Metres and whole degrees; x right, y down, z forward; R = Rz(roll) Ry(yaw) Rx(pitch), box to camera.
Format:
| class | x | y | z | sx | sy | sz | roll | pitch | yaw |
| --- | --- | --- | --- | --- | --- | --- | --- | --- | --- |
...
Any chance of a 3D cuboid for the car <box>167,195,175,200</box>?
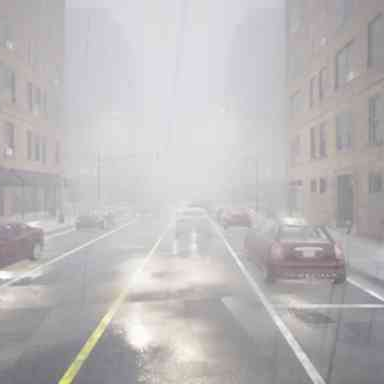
| class | x | y | z | sx | sy | sz | roll | pitch | yaw |
| --- | --- | --- | --- | --- | --- | --- | --- | --- | --- |
| car | -5.590 | 1.493 | 89.163 | 1.752 | 1.417 | 4.829 | 0 | 0 | 0 |

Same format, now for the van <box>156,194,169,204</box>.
| class | x | y | z | sx | sy | sz | roll | pitch | yaw |
| --- | --- | --- | --- | --- | --- | --- | --- | --- | --- |
| van | -5.715 | 1.319 | 60.992 | 1.690 | 1.788 | 3.998 | 0 | 0 | 0 |

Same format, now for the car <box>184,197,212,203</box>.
| class | x | y | z | sx | sy | sz | roll | pitch | yaw |
| --- | --- | --- | --- | --- | --- | --- | --- | --- | --- |
| car | 0.935 | 1.512 | 33.298 | 1.812 | 1.442 | 4.674 | 0 | 0 | 15 |

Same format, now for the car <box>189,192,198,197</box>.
| class | x | y | z | sx | sy | sz | roll | pitch | yaw |
| --- | --- | --- | --- | --- | --- | --- | --- | --- | --- |
| car | 0.277 | 1.512 | 90.944 | 1.994 | 1.385 | 4.181 | 0 | 0 | 0 |

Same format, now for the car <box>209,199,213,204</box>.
| class | x | y | z | sx | sy | sz | roll | pitch | yaw |
| --- | --- | --- | --- | --- | --- | --- | --- | --- | --- |
| car | 2.668 | 1.538 | 26.307 | 2.008 | 1.369 | 4.403 | 0 | 0 | 0 |

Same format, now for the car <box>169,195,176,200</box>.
| class | x | y | z | sx | sy | sz | roll | pitch | yaw |
| --- | --- | --- | --- | --- | --- | --- | --- | --- | --- |
| car | -5.564 | 1.531 | 95.001 | 1.947 | 1.339 | 4.313 | 0 | 0 | 0 |

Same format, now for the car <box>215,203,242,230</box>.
| class | x | y | z | sx | sy | sz | roll | pitch | yaw |
| --- | --- | --- | --- | --- | --- | --- | --- | --- | --- |
| car | 2.668 | 1.572 | 20.713 | 1.802 | 1.307 | 4.206 | 0 | 0 | 0 |

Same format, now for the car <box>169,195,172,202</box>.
| class | x | y | z | sx | sy | sz | roll | pitch | yaw |
| --- | --- | --- | --- | --- | --- | --- | --- | --- | --- |
| car | -5.690 | 1.417 | 66.660 | 1.967 | 1.590 | 4.097 | 0 | 0 | 0 |

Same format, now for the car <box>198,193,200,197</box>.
| class | x | y | z | sx | sy | sz | roll | pitch | yaw |
| --- | --- | --- | --- | --- | --- | --- | --- | --- | --- |
| car | 2.861 | 1.415 | 72.294 | 1.967 | 1.590 | 4.097 | 0 | 0 | 0 |

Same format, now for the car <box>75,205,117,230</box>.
| class | x | y | z | sx | sy | sz | roll | pitch | yaw |
| --- | --- | --- | --- | --- | --- | --- | --- | --- | --- |
| car | -5.858 | 1.540 | 20.707 | 2.008 | 1.369 | 4.403 | 0 | 0 | 0 |

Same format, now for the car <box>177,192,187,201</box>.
| class | x | y | z | sx | sy | sz | roll | pitch | yaw |
| --- | --- | --- | --- | --- | --- | --- | --- | --- | --- |
| car | -2.750 | 1.471 | 84.933 | 1.837 | 1.490 | 4.892 | 0 | 0 | 0 |

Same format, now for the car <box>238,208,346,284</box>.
| class | x | y | z | sx | sy | sz | roll | pitch | yaw |
| --- | --- | --- | --- | --- | --- | --- | --- | --- | --- |
| car | 2.668 | 1.435 | 9.524 | 1.967 | 1.590 | 4.097 | 0 | 0 | 0 |

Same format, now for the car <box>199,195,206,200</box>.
| class | x | y | z | sx | sy | sz | roll | pitch | yaw |
| --- | --- | --- | --- | --- | --- | --- | --- | --- | --- |
| car | 2.962 | 1.516 | 94.972 | 2.008 | 1.369 | 4.403 | 0 | 0 | 0 |

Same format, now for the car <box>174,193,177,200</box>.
| class | x | y | z | sx | sy | sz | roll | pitch | yaw |
| --- | --- | --- | --- | --- | --- | --- | --- | --- | --- |
| car | -5.614 | 1.537 | 83.665 | 1.947 | 1.339 | 4.313 | 0 | 0 | 0 |

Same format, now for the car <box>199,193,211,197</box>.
| class | x | y | z | sx | sy | sz | roll | pitch | yaw |
| --- | --- | --- | --- | --- | --- | --- | --- | --- | --- |
| car | 2.811 | 1.418 | 60.956 | 1.967 | 1.590 | 4.097 | 0 | 0 | 0 |

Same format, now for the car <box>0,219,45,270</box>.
| class | x | y | z | sx | sy | sz | roll | pitch | yaw |
| --- | --- | --- | --- | --- | --- | --- | --- | --- | --- |
| car | -5.858 | 1.539 | 9.515 | 1.887 | 1.381 | 4.507 | 0 | 0 | 0 |

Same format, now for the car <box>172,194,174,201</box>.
| class | x | y | z | sx | sy | sz | roll | pitch | yaw |
| --- | --- | --- | --- | --- | --- | --- | --- | --- | --- |
| car | -5.664 | 1.541 | 72.329 | 1.947 | 1.339 | 4.313 | 0 | 0 | 0 |

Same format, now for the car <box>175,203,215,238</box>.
| class | x | y | z | sx | sy | sz | roll | pitch | yaw |
| --- | --- | --- | --- | --- | --- | --- | --- | --- | --- |
| car | 0.076 | 1.516 | 17.656 | 1.812 | 1.442 | 4.674 | 0 | 0 | 0 |
